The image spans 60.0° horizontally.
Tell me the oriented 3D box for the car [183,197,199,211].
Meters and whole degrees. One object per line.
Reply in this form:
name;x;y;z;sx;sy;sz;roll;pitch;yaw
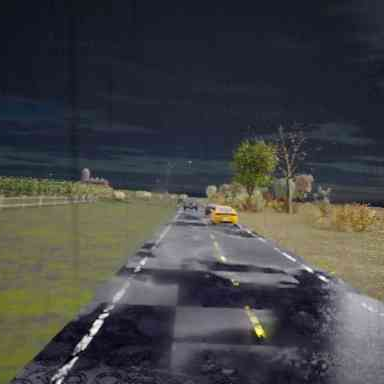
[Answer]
car;-0.185;1.815;51.027;2.150;2.045;5.566;3;-1;0

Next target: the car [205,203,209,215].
car;2.608;2.099;41.185;1.882;1.535;5.008;3;-1;0

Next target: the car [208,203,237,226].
car;2.638;1.947;28.113;1.882;1.535;5.008;3;0;0
